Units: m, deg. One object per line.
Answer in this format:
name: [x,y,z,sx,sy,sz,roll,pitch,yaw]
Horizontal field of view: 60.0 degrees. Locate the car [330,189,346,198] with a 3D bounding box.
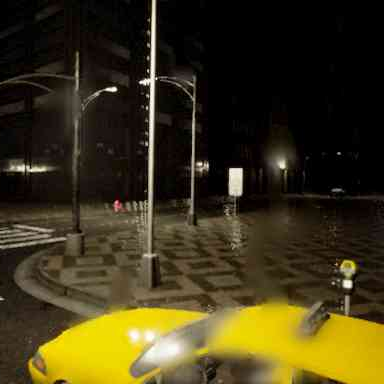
car: [24.918,0.208,56.702,2.128,1.511,4.902,2,2,36]

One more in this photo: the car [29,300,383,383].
car: [0.630,1.507,2.513,4.829,1.417,1.752,1,1,35]
